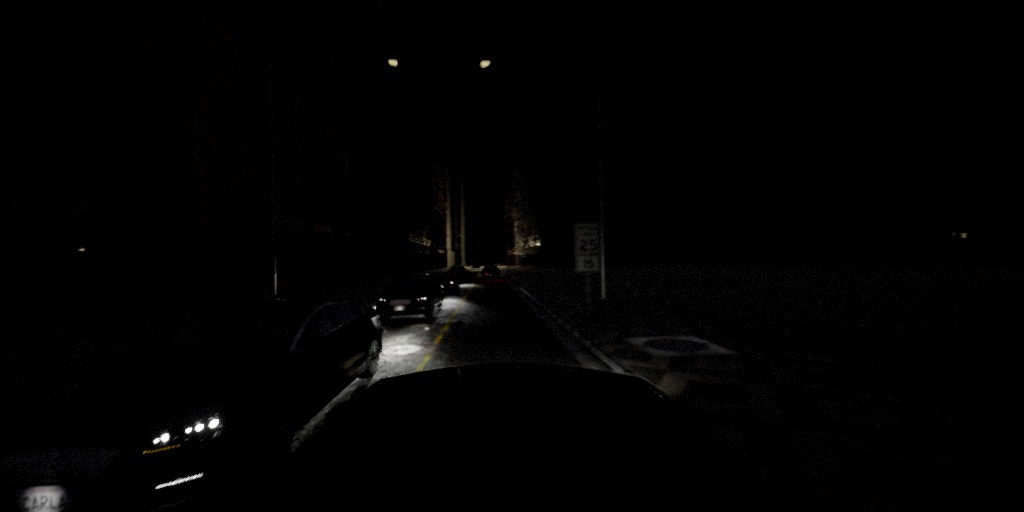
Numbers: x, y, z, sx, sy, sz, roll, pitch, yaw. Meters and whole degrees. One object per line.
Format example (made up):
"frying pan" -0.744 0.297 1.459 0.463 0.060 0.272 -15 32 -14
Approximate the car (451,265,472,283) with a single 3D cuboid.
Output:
"car" -5.094 1.754 33.784 1.837 1.490 4.892 -1 -1 -3

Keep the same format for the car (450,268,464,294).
"car" -4.431 1.709 23.346 1.895 1.301 4.718 -1 -1 -4

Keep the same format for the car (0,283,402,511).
"car" -3.196 1.344 4.773 2.128 1.511 4.902 -1 -1 -4

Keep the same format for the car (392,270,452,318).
"car" -3.822 1.473 14.127 2.128 1.511 4.902 -1 -1 -4

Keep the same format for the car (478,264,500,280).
"car" -2.294 1.749 39.190 2.128 1.511 4.902 -1 -1 -4
